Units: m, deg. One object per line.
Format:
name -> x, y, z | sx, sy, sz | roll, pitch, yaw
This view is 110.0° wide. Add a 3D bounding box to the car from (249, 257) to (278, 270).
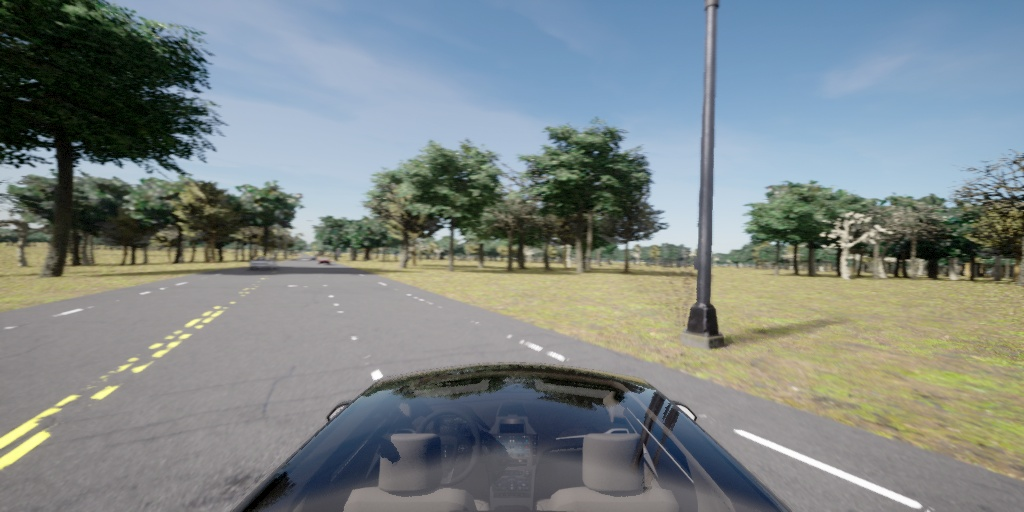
car -> -25.878, 0.802, 37.405 | 1.895, 1.301, 4.718 | 2, -1, -25
